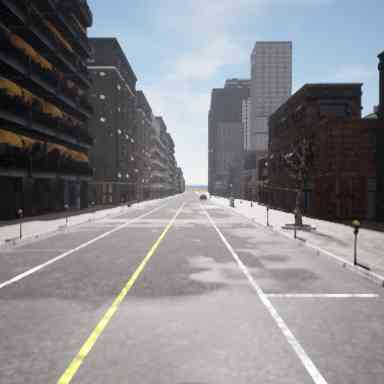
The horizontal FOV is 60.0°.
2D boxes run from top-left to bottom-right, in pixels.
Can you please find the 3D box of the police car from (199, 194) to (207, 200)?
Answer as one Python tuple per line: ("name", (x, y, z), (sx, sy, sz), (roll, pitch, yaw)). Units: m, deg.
("police car", (3.000, 1.380, 90.744), (1.930, 1.638, 5.238), (0, 0, 0))
